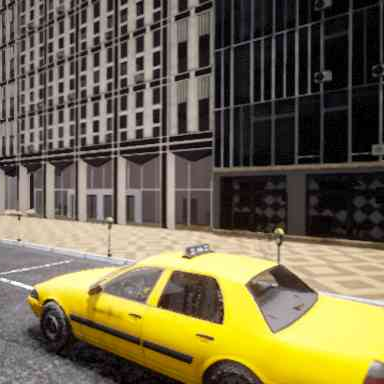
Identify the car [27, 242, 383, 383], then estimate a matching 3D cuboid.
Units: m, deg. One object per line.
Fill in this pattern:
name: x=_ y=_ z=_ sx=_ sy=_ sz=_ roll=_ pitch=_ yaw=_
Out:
car: x=-0.172 y=1.462 z=4.483 sx=5.366 sy=1.575 sz=1.801 roll=0 pitch=0 yaw=36
